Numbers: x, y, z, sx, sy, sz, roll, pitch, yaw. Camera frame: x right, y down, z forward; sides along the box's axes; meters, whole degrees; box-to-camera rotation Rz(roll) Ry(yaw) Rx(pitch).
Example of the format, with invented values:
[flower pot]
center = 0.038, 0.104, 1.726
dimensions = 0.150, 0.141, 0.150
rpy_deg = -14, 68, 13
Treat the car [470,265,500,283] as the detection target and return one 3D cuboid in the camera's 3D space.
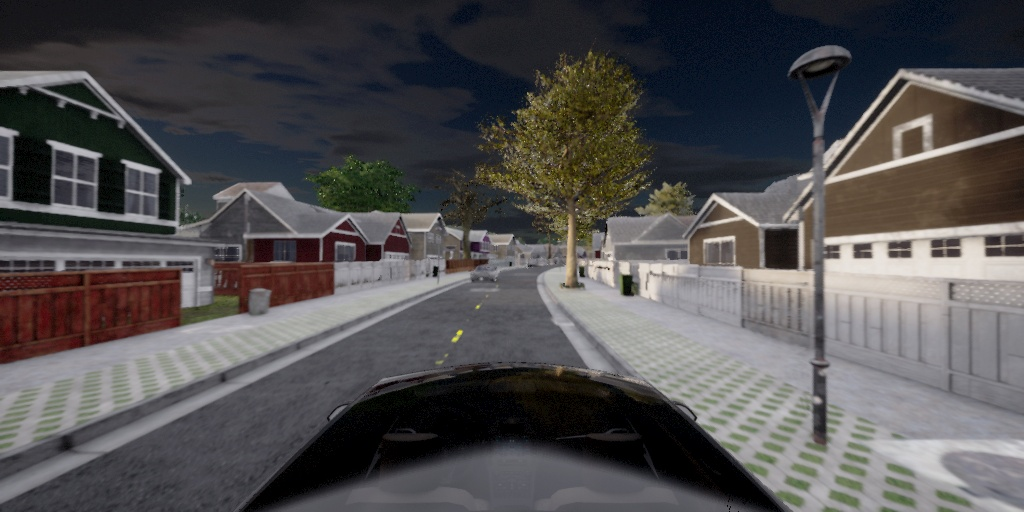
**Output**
[car]
center = -2.155, 1.445, 29.258
dimensions = 1.895, 1.301, 4.718
rpy_deg = 0, 0, 4
